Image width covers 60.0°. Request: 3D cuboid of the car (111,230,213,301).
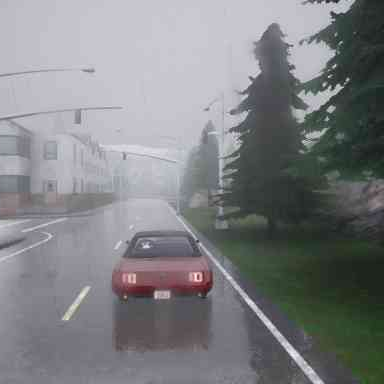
[{"bbox_3d":[-0.726,1.601,8.317,1.895,1.301,4.718,0,0,-5],"label":"car"}]
